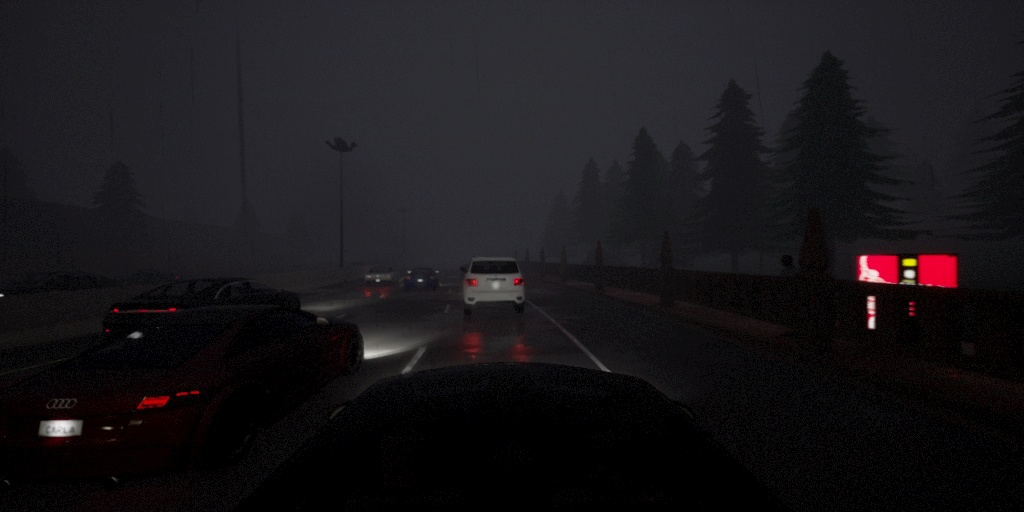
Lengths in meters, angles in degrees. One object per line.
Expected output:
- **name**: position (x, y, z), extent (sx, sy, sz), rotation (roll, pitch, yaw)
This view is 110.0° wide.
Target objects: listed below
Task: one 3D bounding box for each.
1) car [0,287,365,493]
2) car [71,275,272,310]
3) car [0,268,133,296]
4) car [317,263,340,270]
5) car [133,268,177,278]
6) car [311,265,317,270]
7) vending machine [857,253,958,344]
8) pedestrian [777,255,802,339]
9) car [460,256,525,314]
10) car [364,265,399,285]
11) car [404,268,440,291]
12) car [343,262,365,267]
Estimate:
- **car**: position (-3.630, 1.342, 4.848), extent (1.994, 1.385, 4.181), rotation (0, 0, -2)
- **car**: position (-7.383, 1.303, 9.274), extent (2.128, 1.511, 4.902), rotation (0, 0, -4)
- **car**: position (-18.663, 1.369, 14.299), extent (2.128, 1.511, 4.902), rotation (0, 0, -8)
- **car**: position (-24.676, 1.650, 49.330), extent (1.895, 1.301, 4.718), rotation (0, 0, -10)
- **car**: position (-23.476, 1.478, 22.267), extent (2.033, 1.411, 5.357), rotation (0, 0, -10)
- **car**: position (-29.244, 1.693, 55.264), extent (1.895, 1.301, 4.718), rotation (0, 0, -9)
- **vending machine**: position (7.752, 0.937, 7.079), extent (1.100, 2.100, 0.880), rotation (0, 0, -3)
- **pedestrian**: position (6.245, 0.893, 7.984), extent (0.375, 1.860, 0.375), rotation (0, 0, -4)
- **car**: position (-0.855, 1.029, 14.410), extent (2.150, 2.045, 5.566), rotation (0, 0, -7)
- **car**: position (-10.127, 1.503, 28.257), extent (1.895, 1.301, 4.718), rotation (0, 0, -10)
- **car**: position (-5.724, 1.427, 23.097), extent (1.994, 1.385, 4.181), rotation (0, 0, -9)
- **car**: position (-20.905, 1.534, 48.061), extent (1.837, 1.490, 4.892), rotation (0, 0, -10)
